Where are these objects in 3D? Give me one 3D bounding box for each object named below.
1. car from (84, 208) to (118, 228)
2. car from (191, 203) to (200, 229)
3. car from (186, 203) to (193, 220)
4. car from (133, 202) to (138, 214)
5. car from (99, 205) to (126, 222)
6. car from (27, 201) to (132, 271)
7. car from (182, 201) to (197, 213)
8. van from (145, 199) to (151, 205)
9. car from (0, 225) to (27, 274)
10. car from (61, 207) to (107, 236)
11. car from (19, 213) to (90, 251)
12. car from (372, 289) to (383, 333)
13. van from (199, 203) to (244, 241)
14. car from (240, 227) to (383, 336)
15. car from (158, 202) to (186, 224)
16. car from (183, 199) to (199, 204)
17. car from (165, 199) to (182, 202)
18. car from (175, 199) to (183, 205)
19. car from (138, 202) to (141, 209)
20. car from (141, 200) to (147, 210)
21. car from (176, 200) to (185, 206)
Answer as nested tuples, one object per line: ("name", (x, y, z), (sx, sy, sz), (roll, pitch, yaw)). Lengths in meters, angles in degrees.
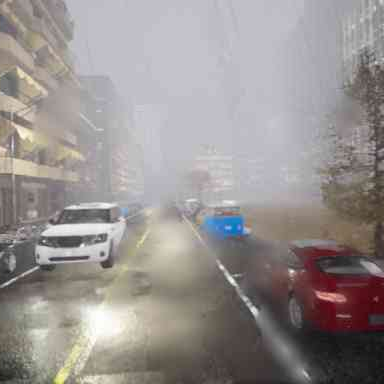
("car", (-7.549, 2.083, 27.982), (1.947, 1.339, 4.313), (-2, -1, -4))
("car", (1.181, 1.742, 23.230), (1.752, 1.417, 4.829), (-2, -1, -4))
("car", (0.807, 1.852, 28.573), (1.947, 1.339, 4.313), (-2, -1, -4))
("car", (-8.713, 2.320, 44.519), (1.802, 1.307, 4.206), (-2, -1, -4))
("car", (-7.938, 2.135, 33.495), (1.887, 1.381, 4.507), (-2, -1, -4))
("car", (-3.754, 1.459, 12.327), (2.150, 2.045, 5.566), (-2, -1, -4))
("car", (-0.371, 2.035, 45.280), (1.752, 1.417, 4.829), (-2, -1, -4))
("van", (-11.825, 2.694, 88.622), (1.690, 1.788, 3.998), (-2, -1, -4))
("car", (-6.386, 1.854, 11.445), (2.008, 1.369, 4.403), (-2, -1, -4))
("car", (-7.166, 1.885, 22.470), (1.967, 1.590, 4.097), (-2, -1, -4))
("car", (-6.774, 1.925, 16.958), (2.008, 1.369, 4.403), (-2, -1, -4))
("car", (2.747, 1.516, 1.011), (1.802, 1.307, 4.206), (-2, -1, -4))
("van", (1.575, 1.484, 17.551), (1.690, 1.788, 3.998), (-2, -1, -4))
("car", (2.359, 1.585, 6.523), (1.802, 1.307, 4.206), (-2, -1, -4))
("car", (-1.772, 1.862, 28.282), (1.837, 1.490, 4.892), (-2, -1, -4))
("car", (0.414, 1.800, 34.087), (1.967, 1.590, 4.097), (-2, -1, -4))
("car", (-2.701, 1.882, 41.369), (2.097, 1.767, 4.553), (-2, -1, -4))
("car", (-3.461, 2.667, 89.209), (1.887, 1.381, 4.507), (-2, -1, -4))
("car", (-9.101, 2.395, 50.031), (1.802, 1.307, 4.206), (-2, -1, -4))
("car", (-9.877, 2.529, 61.057), (1.947, 1.339, 4.313), (-2, -1, -4))
("car", (-2.686, 2.509, 78.186), (1.887, 1.381, 4.507), (-2, -1, -4))
